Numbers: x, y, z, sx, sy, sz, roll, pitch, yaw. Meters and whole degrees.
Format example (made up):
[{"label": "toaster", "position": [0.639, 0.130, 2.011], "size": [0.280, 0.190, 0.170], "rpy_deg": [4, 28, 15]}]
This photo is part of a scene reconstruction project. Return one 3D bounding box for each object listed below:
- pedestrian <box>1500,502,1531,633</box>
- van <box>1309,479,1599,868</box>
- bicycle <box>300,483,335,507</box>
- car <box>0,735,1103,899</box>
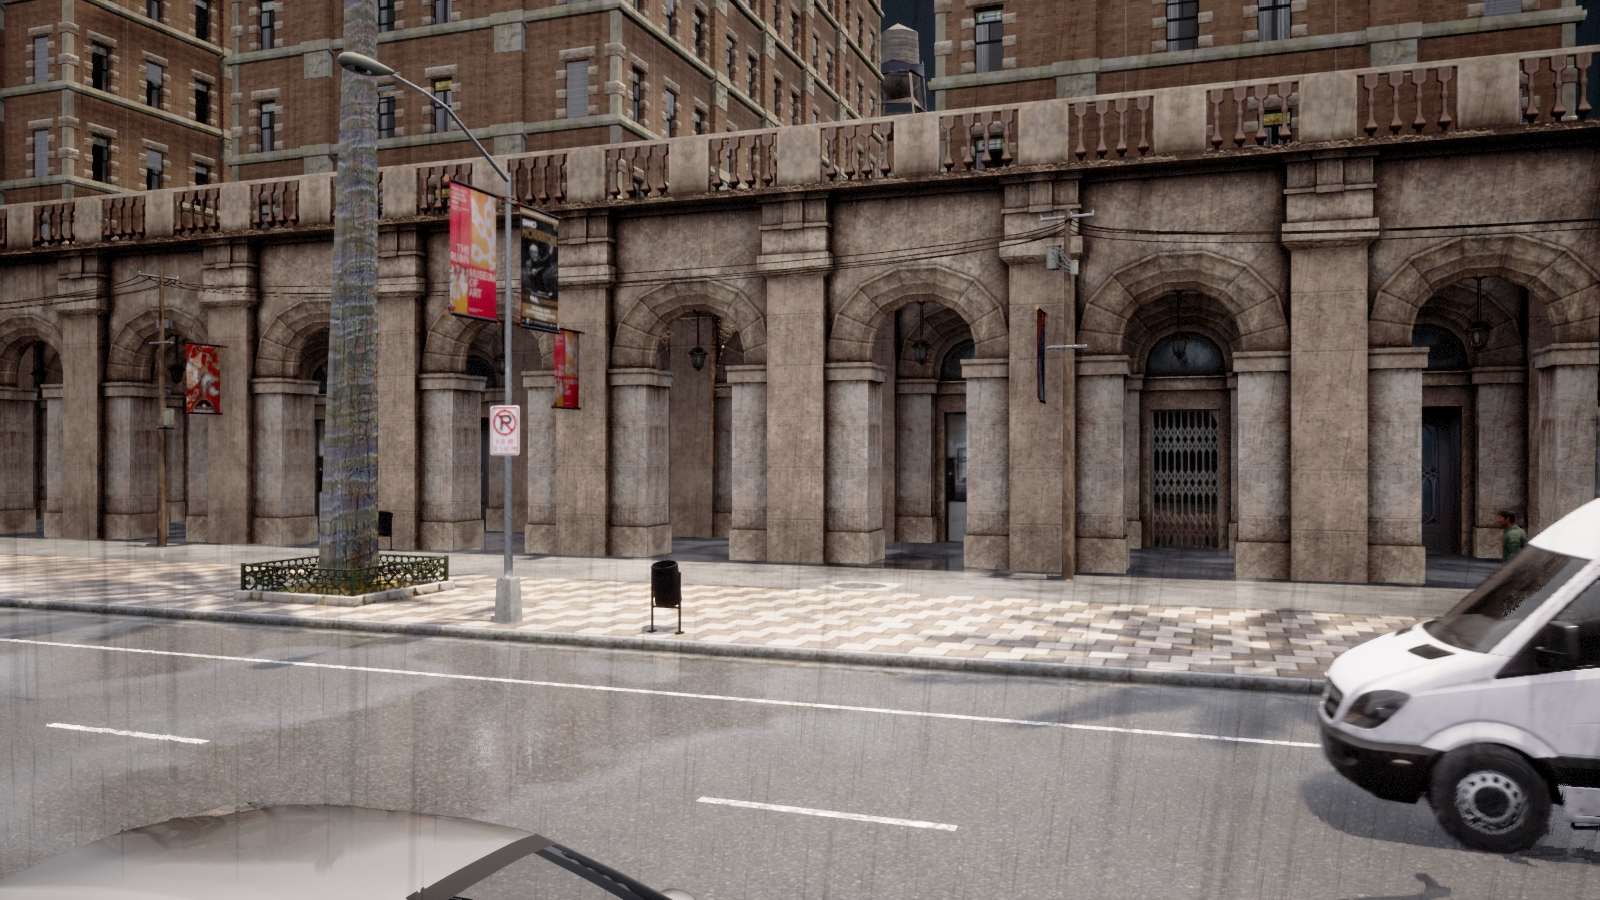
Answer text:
[{"label": "pedestrian", "position": [10.402, 1.696, 16.616], "size": [0.375, 1.860, 0.375], "rpy_deg": [0, 0, 33]}, {"label": "van", "position": [6.955, 1.534, 8.183], "size": [5.915, 2.561, 1.988], "rpy_deg": [0, 0, 20]}, {"label": "bicycle", "position": [-23.956, 2.227, 56.722], "size": [1.835, 1.171, 0.329], "rpy_deg": [0, 0, 19]}, {"label": "car", "position": [-1.248, 2.067, 3.754], "size": [4.193, 1.474, 1.816], "rpy_deg": [0, 0, 20]}]
